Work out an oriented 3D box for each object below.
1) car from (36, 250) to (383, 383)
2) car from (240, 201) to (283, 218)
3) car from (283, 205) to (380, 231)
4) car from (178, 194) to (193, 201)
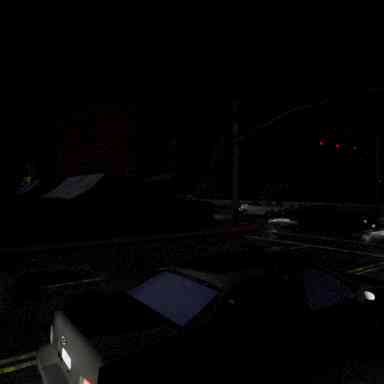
[{"bbox_3d":[0.915,1.547,4.463,5.357,1.411,2.033,0,0,-35],"label":"car"},{"bbox_3d":[6.361,1.526,30.188,1.812,1.442,4.674,0,0,-37],"label":"car"},{"bbox_3d":[8.760,1.548,21.067,2.033,1.411,5.357,0,0,-36],"label":"car"},{"bbox_3d":[-1.383,1.221,34.606,2.150,2.045,5.566,0,0,-37],"label":"car"}]
